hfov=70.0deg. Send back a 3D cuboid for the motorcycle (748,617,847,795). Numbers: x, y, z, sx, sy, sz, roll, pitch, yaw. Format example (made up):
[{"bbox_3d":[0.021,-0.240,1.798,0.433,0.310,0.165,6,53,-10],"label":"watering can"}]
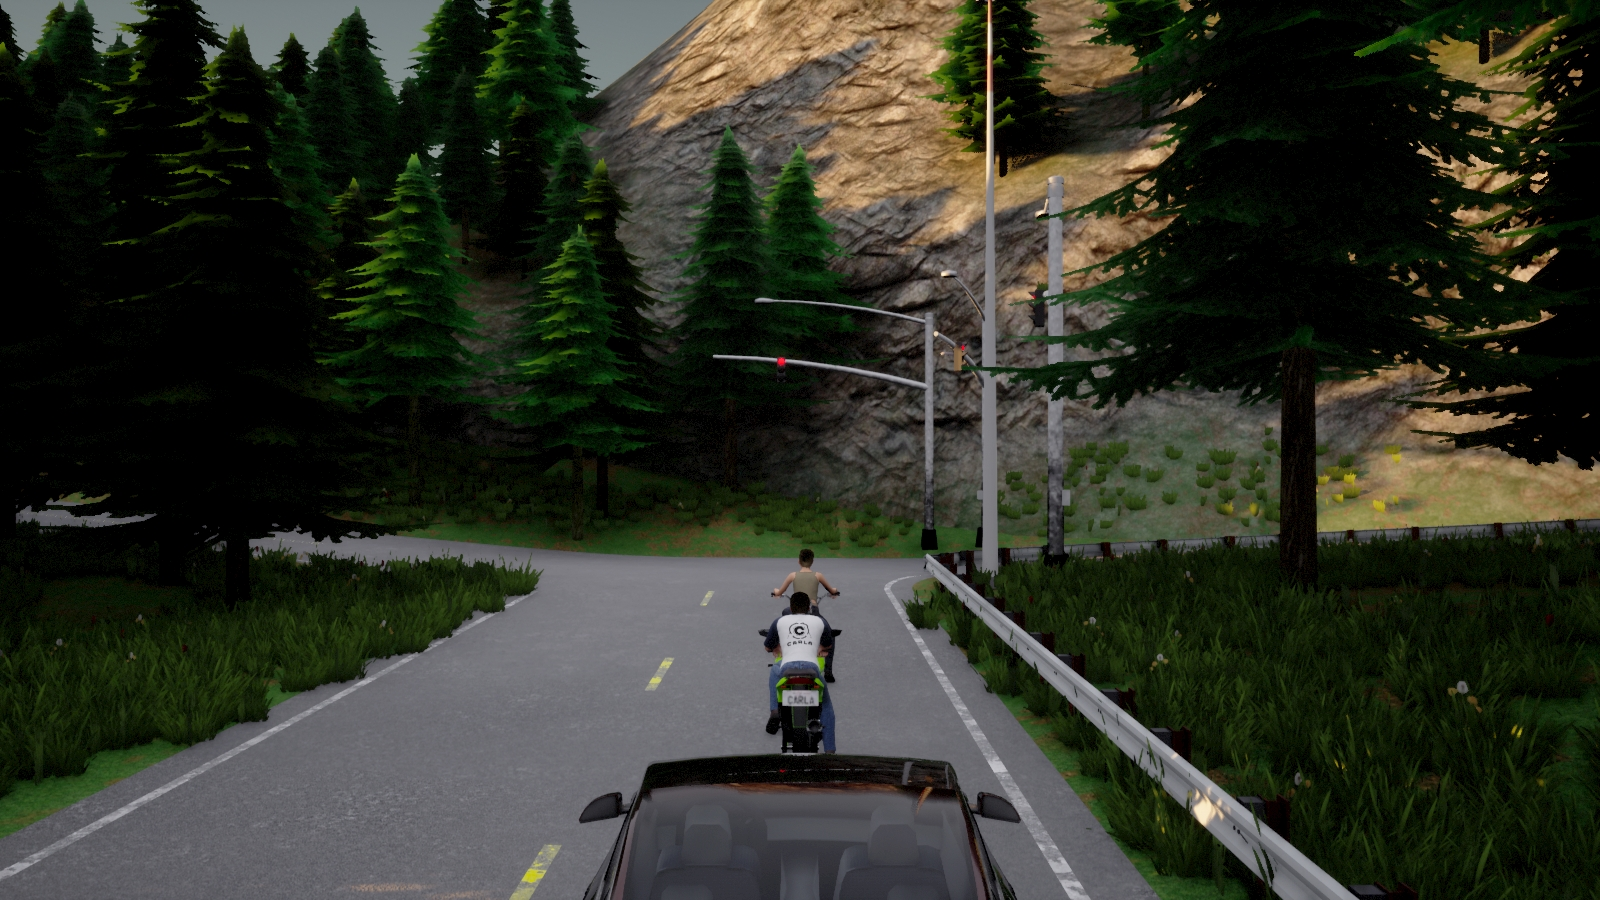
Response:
[{"bbox_3d":[-0.020,2.213,10.238,0.803,1.145,2.033,0,0,0],"label":"motorcycle"}]

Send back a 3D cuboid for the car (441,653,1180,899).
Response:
[{"bbox_3d":[0.029,2.063,5.012,2.163,1.488,4.792,0,0,0],"label":"car"}]

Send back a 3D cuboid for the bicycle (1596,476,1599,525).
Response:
[{"bbox_3d":[21.725,1.355,29.474,1.835,1.471,0.329,-5,-2,26],"label":"bicycle"}]
